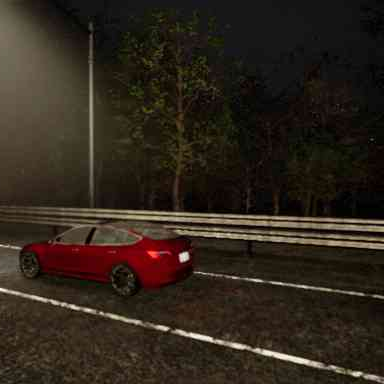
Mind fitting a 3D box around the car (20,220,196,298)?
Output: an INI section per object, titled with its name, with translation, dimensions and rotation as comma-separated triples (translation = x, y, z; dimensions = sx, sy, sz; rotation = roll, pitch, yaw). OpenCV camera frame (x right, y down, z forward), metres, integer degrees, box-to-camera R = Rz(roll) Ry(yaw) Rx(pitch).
[car]
translation = -2.215, 1.456, 8.392
dimensions = 4.792, 1.488, 2.163
rotation = 0, 0, 29
